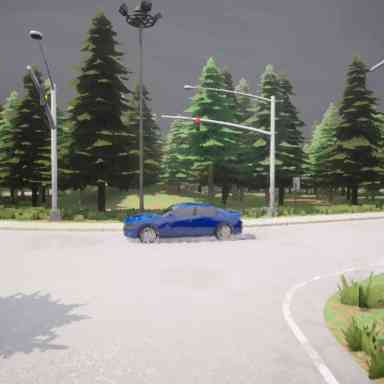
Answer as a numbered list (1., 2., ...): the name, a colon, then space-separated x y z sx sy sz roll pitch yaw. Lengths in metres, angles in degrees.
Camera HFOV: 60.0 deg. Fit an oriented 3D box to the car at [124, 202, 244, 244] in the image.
1. car: -0.322 1.207 13.985 5.008 1.535 1.882 0 2 -13
